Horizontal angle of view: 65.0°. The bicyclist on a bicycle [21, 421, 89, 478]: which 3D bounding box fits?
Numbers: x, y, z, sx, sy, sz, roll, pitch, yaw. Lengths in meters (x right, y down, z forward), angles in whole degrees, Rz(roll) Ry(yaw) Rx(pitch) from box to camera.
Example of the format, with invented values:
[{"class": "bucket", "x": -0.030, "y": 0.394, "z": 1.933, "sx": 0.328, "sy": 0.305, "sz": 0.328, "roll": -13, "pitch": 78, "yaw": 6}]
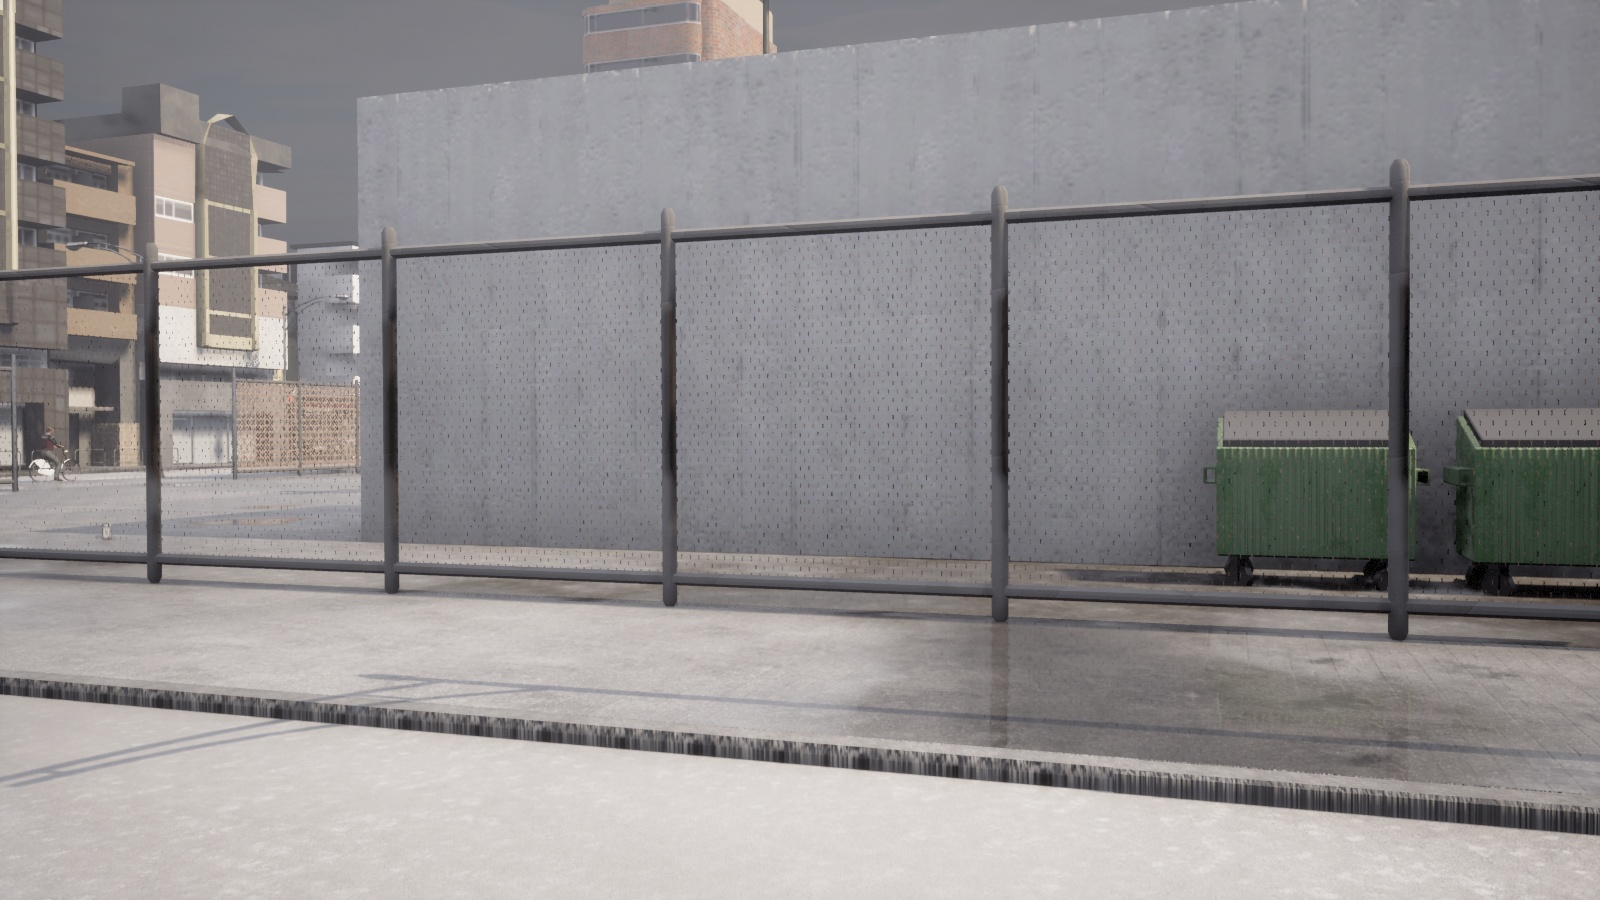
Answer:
[{"class": "bicyclist on a bicycle", "x": -23.671, "y": -0.031, "z": 39.939, "sx": 0.659, "sy": 1.776, "sz": 1.843, "roll": 1, "pitch": 1, "yaw": 19}]
